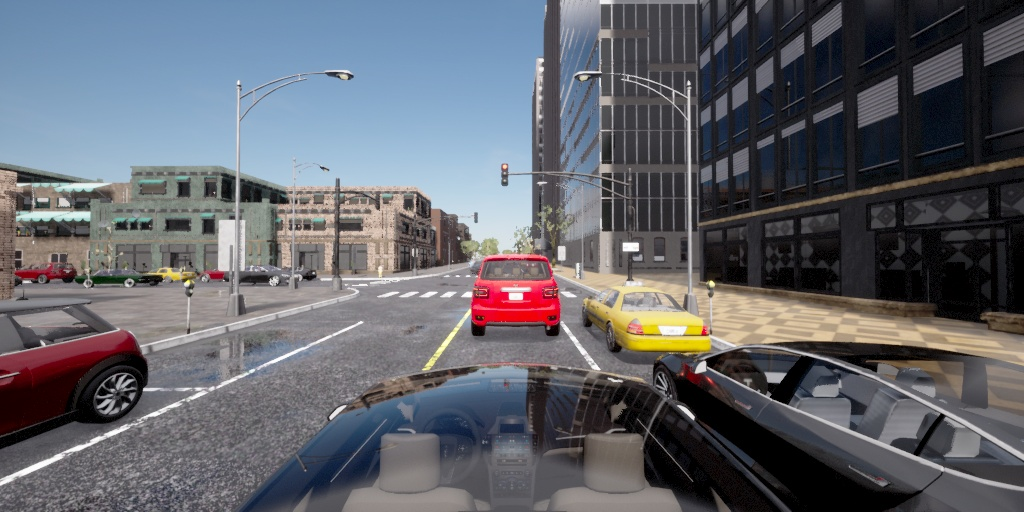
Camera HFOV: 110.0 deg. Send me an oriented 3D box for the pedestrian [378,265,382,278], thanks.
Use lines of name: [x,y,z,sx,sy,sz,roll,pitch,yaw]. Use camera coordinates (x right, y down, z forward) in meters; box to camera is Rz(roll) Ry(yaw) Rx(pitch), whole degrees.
pedestrian: [-12.611,1.398,34.365,0.375,1.300,0.375,0,0,1]

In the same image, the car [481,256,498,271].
car: [-3.192,0.992,51.869,2.150,2.045,5.566,0,0,0]

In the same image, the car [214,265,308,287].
car: [-17.885,1.381,25.703,4.902,1.511,2.128,-1,-1,2]

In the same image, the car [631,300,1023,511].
car: [2.656,1.316,2.815,1.948,1.339,4.313,0,0,0]

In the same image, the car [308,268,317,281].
car: [-19.473,1.561,31.485,4.313,1.339,1.948,0,0,1]

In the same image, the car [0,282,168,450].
car: [-5.692,1.190,2.852,1.967,1.591,4.097,0,0,0]

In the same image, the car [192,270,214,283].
car: [-25.020,1.488,31.545,4.097,1.591,1.967,0,0,1]

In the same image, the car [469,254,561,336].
car: [0.082,0.975,10.503,2.150,2.045,5.566,0,0,0]

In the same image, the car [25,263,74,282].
car: [-41.664,1.522,31.723,5.009,1.841,2.192,0,0,1]

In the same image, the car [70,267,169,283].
car: [-28.088,1.587,25.794,4.718,1.301,1.895,-1,-1,1]

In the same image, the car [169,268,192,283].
car: [-30.738,1.627,31.606,4.829,1.417,1.751,0,0,1]

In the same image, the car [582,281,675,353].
car: [2.814,1.277,8.628,1.751,1.417,4.829,0,0,0]

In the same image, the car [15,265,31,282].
car: [-38.605,1.591,25.920,4.892,1.490,1.837,0,-1,1]

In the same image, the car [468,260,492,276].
car: [-3.403,1.267,39.246,1.837,1.490,4.892,0,0,4]
